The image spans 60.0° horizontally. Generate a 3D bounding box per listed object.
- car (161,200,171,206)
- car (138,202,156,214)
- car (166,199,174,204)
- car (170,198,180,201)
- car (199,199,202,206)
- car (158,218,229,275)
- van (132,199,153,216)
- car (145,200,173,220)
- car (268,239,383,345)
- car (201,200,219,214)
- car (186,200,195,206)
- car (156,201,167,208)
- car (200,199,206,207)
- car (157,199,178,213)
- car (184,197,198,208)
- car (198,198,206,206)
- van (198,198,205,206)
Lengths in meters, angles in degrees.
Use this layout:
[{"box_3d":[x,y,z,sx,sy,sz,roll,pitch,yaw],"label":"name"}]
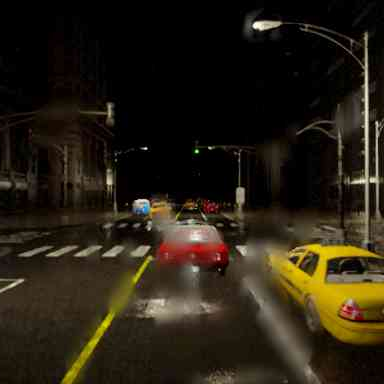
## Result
[{"box_3d":[-6.099,2.564,77.725,2.008,1.369,4.403,0,-1,0],"label":"car"},{"box_3d":[-5.963,2.117,44.579,1.887,1.381,4.507,0,-1,0],"label":"car"},{"box_3d":[-6.166,2.759,94.129,1.752,1.417,4.829,0,-1,0],"label":"car"},{"box_3d":[-3.307,2.194,53.422,1.837,1.490,4.892,0,-1,0],"label":"car"},{"box_3d":[2.542,2.262,55.646,1.887,1.381,4.507,0,-1,0],"label":"car"},{"box_3d":[0.036,1.738,10.849,1.895,1.301,4.718,0,-1,0],"label":"car"},{"box_3d":[-5.941,1.840,39.057,1.690,1.788,3.998,0,-1,0],"label":"van"},{"box_3d":[-3.231,1.903,33.403,1.882,1.535,5.008,0,-1,-2],"label":"car"},{"box_3d":[2.743,1.610,6.677,1.752,1.417,4.829,0,-1,0],"label":"car"},{"box_3d":[2.592,2.116,44.597,1.887,1.381,4.507,0,-1,0],"label":"car"},{"box_3d":[-0.311,2.413,74.327,1.895,1.301,4.718,0,-1,0],"label":"car"},{"box_3d":[-6.054,2.448,66.676,1.802,1.307,4.206,0,-1,0],"label":"car"},{"box_3d":[2.567,2.189,50.122,1.887,1.381,4.507,0,-1,0],"label":"car"},{"box_3d":[-3.276,2.046,43.290,2.128,1.511,4.902,0,-1,0],"label":"car"},{"box_3d":[-0.267,2.306,63.879,1.882,1.535,5.008,0,-1,0],"label":"car"},{"box_3d":[2.517,2.319,61.341,1.752,1.417,4.829,0,-1,0],"label":"car"},{"box_3d":[2.418,2.428,83.273,1.690,1.788,3.998,0,-1,0],"label":"van"}]
